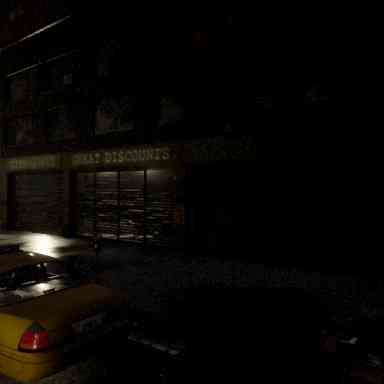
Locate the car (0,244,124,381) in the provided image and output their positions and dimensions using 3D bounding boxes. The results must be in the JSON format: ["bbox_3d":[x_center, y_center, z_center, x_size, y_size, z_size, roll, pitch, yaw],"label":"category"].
[{"bbox_3d":[-3.088,1.524,5.296,4.829,1.417,1.752,0,1,36],"label":"car"}]

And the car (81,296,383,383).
[{"bbox_3d":[1.595,1.551,1.949,4.403,1.369,2.008,0,1,36],"label":"car"}]
